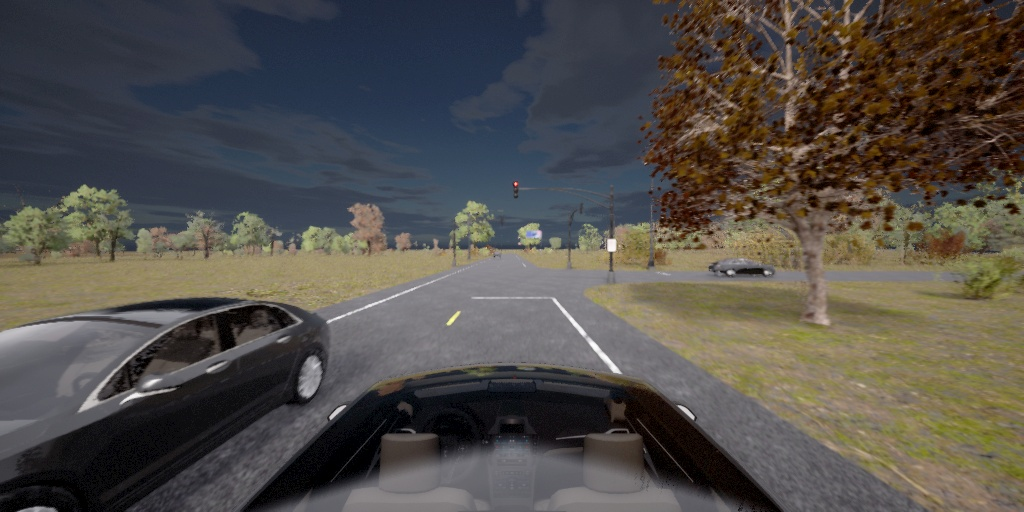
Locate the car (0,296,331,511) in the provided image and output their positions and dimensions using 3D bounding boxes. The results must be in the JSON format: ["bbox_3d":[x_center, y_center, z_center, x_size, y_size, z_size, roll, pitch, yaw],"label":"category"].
[{"bbox_3d":[-3.580,1.235,3.366,1.837,1.490,4.892,0,1,0],"label":"car"}]

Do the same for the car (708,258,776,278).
[{"bbox_3d":[18.333,0.914,28.645,4.902,1.511,2.128,0,2,0],"label":"car"}]
